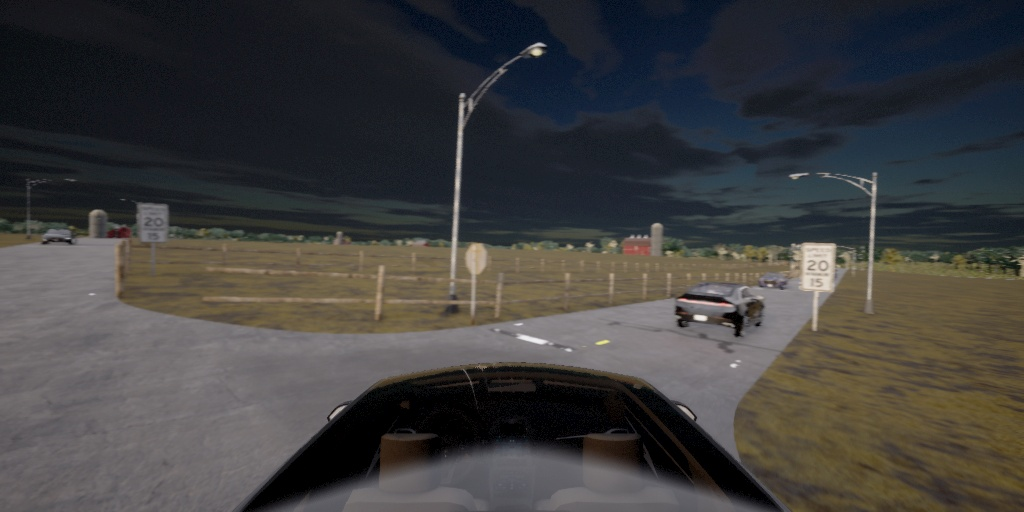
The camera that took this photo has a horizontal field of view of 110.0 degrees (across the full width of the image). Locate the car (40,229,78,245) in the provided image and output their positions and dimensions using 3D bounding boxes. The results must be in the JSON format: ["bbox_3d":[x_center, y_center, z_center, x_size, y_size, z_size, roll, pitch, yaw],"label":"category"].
[{"bbox_3d":[-43.131,-1.829,34.243,4.892,1.490,1.837,4,3,44],"label":"car"}]

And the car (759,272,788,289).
[{"bbox_3d":[27.940,2.515,38.284,2.097,1.767,4.553,3,0,43],"label":"car"}]

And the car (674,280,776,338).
[{"bbox_3d":[7.030,1.637,11.973,2.128,1.511,4.902,3,0,43],"label":"car"}]
